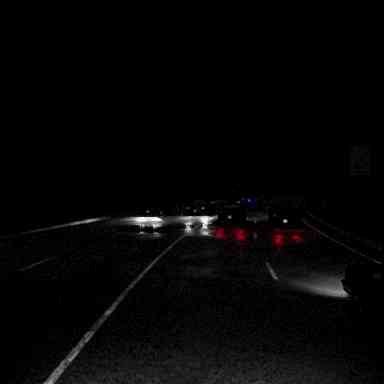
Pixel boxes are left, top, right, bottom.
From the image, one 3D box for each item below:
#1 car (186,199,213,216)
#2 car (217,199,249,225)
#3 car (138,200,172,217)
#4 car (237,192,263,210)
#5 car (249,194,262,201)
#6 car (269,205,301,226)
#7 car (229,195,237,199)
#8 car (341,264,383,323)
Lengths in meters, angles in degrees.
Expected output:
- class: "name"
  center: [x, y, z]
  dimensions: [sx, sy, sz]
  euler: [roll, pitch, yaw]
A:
- class: "car"
  center: [0.827, 1.383, 31.192]
  dimensions: [1.812, 1.442, 4.674]
  euler: [0, 0, 15]
- class: "car"
  center: [2.861, 1.427, 23.472]
  dimensions: [1.812, 1.442, 4.674]
  euler: [0, 0, 11]
- class: "car"
  center: [-3.204, 1.416, 29.378]
  dimensions: [1.994, 1.385, 4.181]
  euler: [0, 0, 14]
- class: "car"
  center: [7.268, 1.060, 40.429]
  dimensions: [2.150, 2.045, 5.566]
  euler: [0, 1, 17]
- class: "car"
  center: [13.663, 1.225, 71.133]
  dimensions: [2.033, 1.411, 5.357]
  euler: [0, 0, 19]
- class: "car"
  center: [6.296, 1.516, 23.003]
  dimensions: [1.895, 1.301, 4.718]
  euler: [0, 0, 12]
- class: "car"
  center: [8.919, 1.246, 68.067]
  dimensions: [2.033, 1.411, 5.357]
  euler: [0, 0, 19]
- class: "car"
  center: [3.784, 1.537, 4.159]
  dimensions: [2.033, 1.411, 5.357]
  euler: [0, 0, 3]
